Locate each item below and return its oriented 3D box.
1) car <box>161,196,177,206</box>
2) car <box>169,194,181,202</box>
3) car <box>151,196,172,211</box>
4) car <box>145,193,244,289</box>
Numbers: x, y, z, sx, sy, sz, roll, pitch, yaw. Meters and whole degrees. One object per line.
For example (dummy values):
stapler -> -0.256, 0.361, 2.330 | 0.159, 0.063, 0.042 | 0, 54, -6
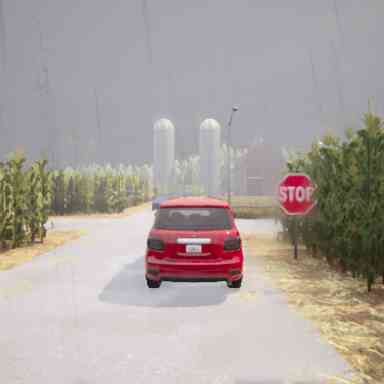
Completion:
car -> -3.298, 1.308, 48.288 | 1.895, 1.301, 4.718 | 0, 0, 0
car -> -3.252, 1.137, 65.260 | 2.033, 1.411, 5.357 | 0, 1, 0
car -> -3.279, 1.217, 36.769 | 1.882, 1.535, 5.008 | 0, 0, 0
car -> 0.077, 1.173, 9.201 | 2.150, 2.045, 5.566 | 0, 1, 1
